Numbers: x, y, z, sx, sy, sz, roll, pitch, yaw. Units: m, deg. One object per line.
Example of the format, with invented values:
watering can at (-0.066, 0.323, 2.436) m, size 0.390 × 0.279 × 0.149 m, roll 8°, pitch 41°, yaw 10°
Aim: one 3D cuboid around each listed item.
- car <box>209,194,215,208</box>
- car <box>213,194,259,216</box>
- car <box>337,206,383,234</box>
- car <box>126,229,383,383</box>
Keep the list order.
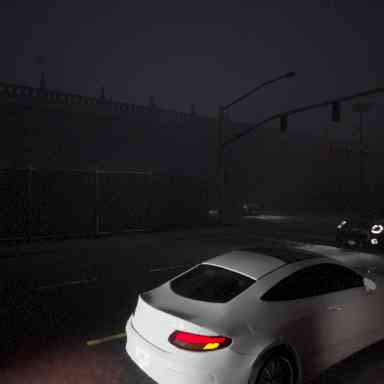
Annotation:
car at (2.786, 1.277, 48.970) m, size 2.150 × 2.045 × 5.566 m, roll 0°, pitch 0°, yaw -35°
car at (4.633, 1.407, 33.976) m, size 2.097 × 1.767 × 4.553 m, roll 0°, pitch 0°, yaw -36°
car at (8.152, 1.369, 13.657) m, size 4.553 × 1.767 × 2.097 m, roll 1°, pitch 0°, yaw -24°
car at (1.378, 1.526, 4.766) m, size 4.674 × 1.442 × 1.812 m, roll 0°, pitch 0°, yaw -35°
